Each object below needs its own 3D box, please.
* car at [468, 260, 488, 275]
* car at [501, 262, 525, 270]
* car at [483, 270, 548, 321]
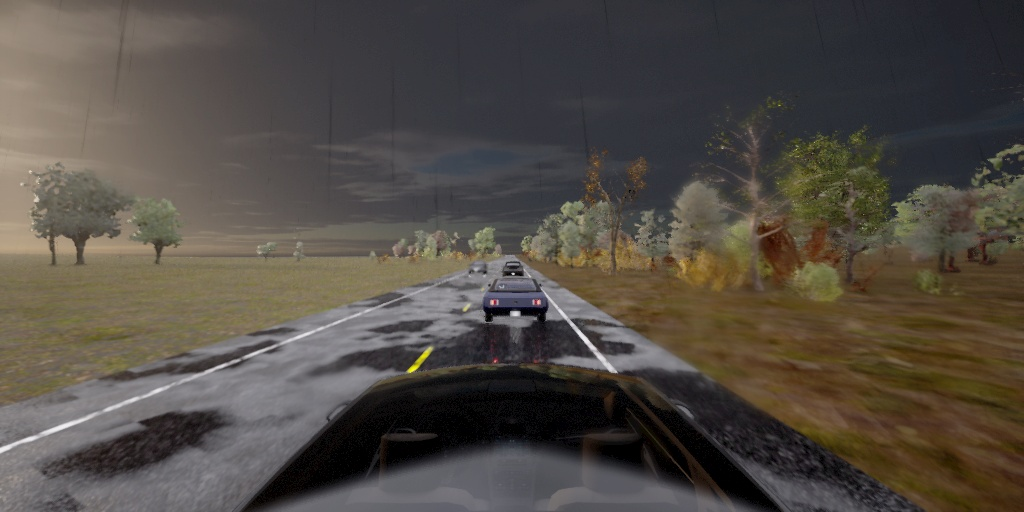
[{"bbox_3d":[-3.594,1.218,38.688,2.128,1.511,4.902,0,0,0],"label":"car"},{"bbox_3d":[0.098,1.239,32.400,1.837,1.490,4.892,0,0,0],"label":"car"},{"bbox_3d":[0.101,1.350,12.420,1.895,1.301,4.718,0,0,0],"label":"car"}]
